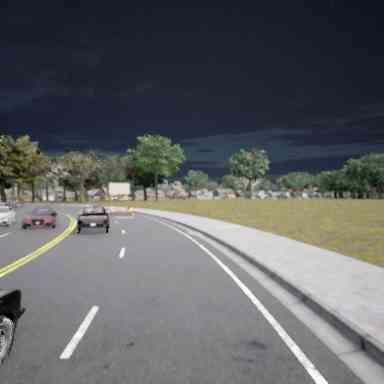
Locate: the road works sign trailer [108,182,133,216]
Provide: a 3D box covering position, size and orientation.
[{"bbox_3d":[-8.012,0.690,36.484,2.380,3.560,2.880,0,0,-28],"label":"road works sign trailer"}]

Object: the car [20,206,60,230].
[{"bbox_3d":[-10.276,1.755,22.862,1.994,1.385,4.181,0,0,-17],"label":"car"}]

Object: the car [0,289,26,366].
[{"bbox_3d":[-3.341,1.637,2.821,1.895,1.301,4.718,0,0,-2],"label":"car"}]

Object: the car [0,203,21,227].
[{"bbox_3d":[-14.127,1.760,24.387,1.812,1.442,4.674,0,0,-19],"label":"car"}]

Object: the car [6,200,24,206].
[{"bbox_3d":[-30.801,2.093,57.655,2.128,1.511,4.902,-1,0,-44],"label":"car"}]

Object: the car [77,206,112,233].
[{"bbox_3d":[-6.178,1.638,21.080,2.128,1.511,4.902,0,0,-14],"label":"car"}]
